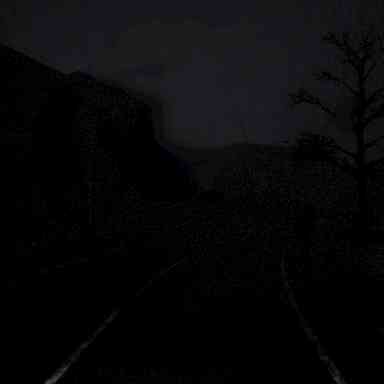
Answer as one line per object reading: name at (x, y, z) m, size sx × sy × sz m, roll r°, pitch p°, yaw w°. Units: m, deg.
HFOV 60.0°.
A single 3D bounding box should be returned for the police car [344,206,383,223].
police car at (17.223, 2.250, 33.142) m, size 5.238 × 1.638 × 1.930 m, roll 2°, pitch -1°, yaw -37°
